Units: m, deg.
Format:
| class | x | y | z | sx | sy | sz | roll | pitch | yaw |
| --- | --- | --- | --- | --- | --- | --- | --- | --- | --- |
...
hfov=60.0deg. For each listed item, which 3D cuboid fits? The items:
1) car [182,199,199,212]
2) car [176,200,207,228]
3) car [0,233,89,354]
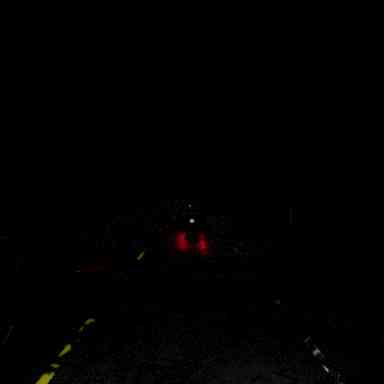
| class | x | y | z | sx | sy | sz | roll | pitch | yaw |
| --- | --- | --- | --- | --- | --- | --- | --- | --- | --- |
| car | -0.241 | 1.604 | 40.495 | 1.994 | 1.385 | 4.181 | 0 | 0 | -1 |
| car | -0.022 | 1.489 | 22.027 | 2.128 | 1.511 | 4.902 | 0 | 0 | 0 |
| car | -3.521 | 1.544 | 6.264 | 2.033 | 1.411 | 5.357 | 0 | 0 | 0 |
